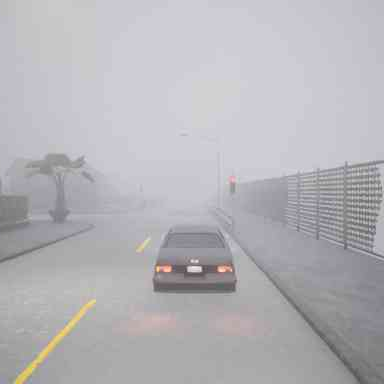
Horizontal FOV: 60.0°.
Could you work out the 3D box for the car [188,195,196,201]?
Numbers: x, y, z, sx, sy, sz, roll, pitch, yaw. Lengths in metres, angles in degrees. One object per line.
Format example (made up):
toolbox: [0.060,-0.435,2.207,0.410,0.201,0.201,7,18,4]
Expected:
car: [0.088,1.552,86.622,1.994,1.385,4.181,0,0,0]

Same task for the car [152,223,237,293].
car: [0.072,1.547,8.972,2.033,1.411,5.357,0,0,1]
